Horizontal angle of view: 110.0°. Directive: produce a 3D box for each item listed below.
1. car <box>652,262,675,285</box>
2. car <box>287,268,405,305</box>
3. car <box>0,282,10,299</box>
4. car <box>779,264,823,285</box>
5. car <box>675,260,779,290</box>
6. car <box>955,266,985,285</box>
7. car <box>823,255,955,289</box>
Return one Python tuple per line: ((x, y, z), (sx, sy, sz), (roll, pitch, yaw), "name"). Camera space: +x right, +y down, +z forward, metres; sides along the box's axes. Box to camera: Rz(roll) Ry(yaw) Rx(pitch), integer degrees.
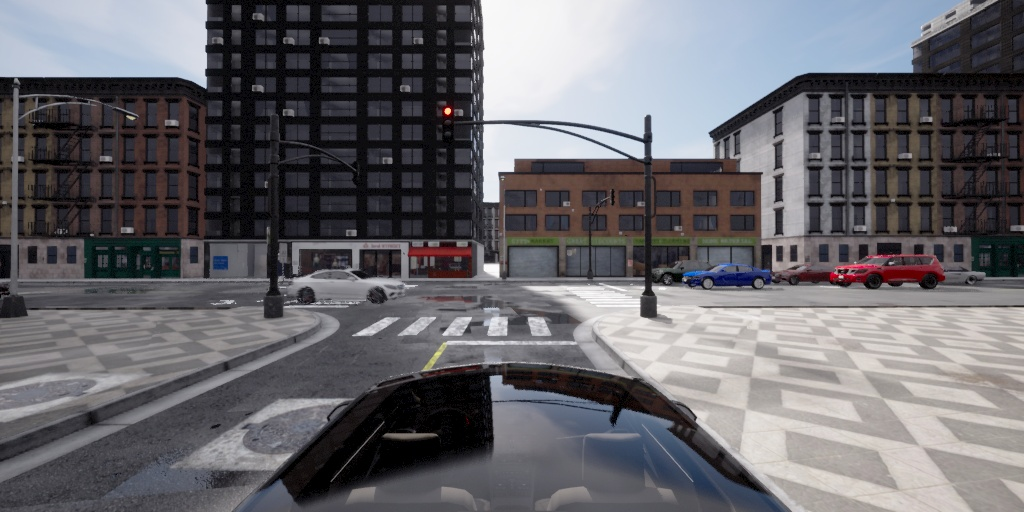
((11.967, 1.117, 25.302), (4.553, 1.767, 2.097), (0, 0, 0), "car")
((-6.995, 1.246, 15.291), (4.674, 1.442, 1.812), (0, 0, 0), "car")
((-24.808, 1.302, 15.237), (5.357, 1.411, 2.033), (0, 0, 0), "car")
((20.794, 1.272, 25.312), (4.674, 1.442, 1.812), (0, 0, 0), "car")
((13.104, 1.213, 22.043), (5.008, 1.535, 1.882), (0, 0, -2), "car")
((29.998, 1.329, 25.345), (4.718, 1.301, 1.895), (0, 0, 0), "car")
((23.031, 0.937, 22.084), (5.566, 2.045, 2.150), (0, 0, 0), "car")
